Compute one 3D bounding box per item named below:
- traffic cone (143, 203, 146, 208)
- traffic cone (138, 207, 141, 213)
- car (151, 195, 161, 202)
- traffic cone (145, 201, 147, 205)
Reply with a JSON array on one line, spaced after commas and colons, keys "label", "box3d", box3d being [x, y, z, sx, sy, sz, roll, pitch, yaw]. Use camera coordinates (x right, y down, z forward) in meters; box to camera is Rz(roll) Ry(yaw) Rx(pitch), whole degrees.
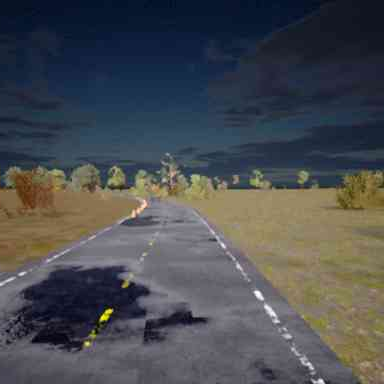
[{"label": "traffic cone", "box3d": [-5.861, 1.821, 39.188, 0.340, 0.580, 0.340, 0, 0, -5]}, {"label": "traffic cone", "box3d": [-5.476, 1.840, 34.230, 0.340, 0.580, 0.340, 0, 0, -4]}, {"label": "car", "box3d": [-7.552, 1.290, 69.295, 2.033, 1.411, 5.357, 0, 0, -11]}, {"label": "traffic cone", "box3d": [-6.311, 1.802, 44.121, 0.340, 0.580, 0.340, 0, 0, -6]}]
